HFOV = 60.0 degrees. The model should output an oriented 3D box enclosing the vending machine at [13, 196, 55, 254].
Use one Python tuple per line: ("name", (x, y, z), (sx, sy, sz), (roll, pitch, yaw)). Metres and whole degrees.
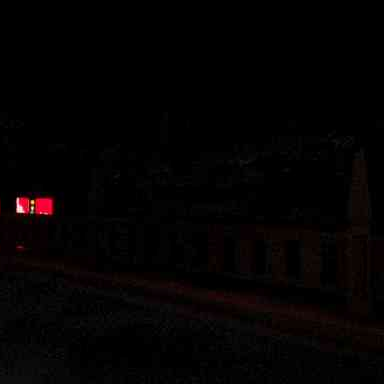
("vending machine", (-6.039, 1.192, 12.755), (0.880, 2.100, 1.100), (0, 0, 29))
